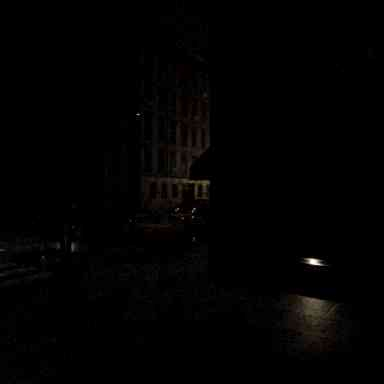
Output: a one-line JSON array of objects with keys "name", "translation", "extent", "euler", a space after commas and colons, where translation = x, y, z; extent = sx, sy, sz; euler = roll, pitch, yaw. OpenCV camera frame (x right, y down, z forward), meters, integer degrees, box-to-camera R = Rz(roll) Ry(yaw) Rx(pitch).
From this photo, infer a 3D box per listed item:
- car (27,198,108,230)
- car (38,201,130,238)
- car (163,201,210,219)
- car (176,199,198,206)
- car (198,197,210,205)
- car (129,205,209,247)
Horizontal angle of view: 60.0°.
[{"name": "car", "translation": [-7.001, 1.282, 19.718], "extent": [2.192, 1.841, 5.009], "euler": [0, 0, 36]}, {"name": "car", "translation": [-5.229, 1.457, 17.827], "extent": [1.882, 1.535, 5.008], "euler": [0, 0, 34]}, {"name": "car", "translation": [-0.402, 1.521, 28.961], "extent": [1.947, 1.339, 4.313], "euler": [0, 0, 36]}, {"name": "car", "translation": [0.605, 1.321, 25.996], "extent": [2.097, 1.767, 4.553], "euler": [0, 0, 35]}, {"name": "car", "translation": [2.826, 1.314, 19.667], "extent": [2.192, 1.841, 5.009], "euler": [0, 0, 36]}, {"name": "car", "translation": [-0.378, 1.530, 15.185], "extent": [1.752, 1.417, 4.829], "euler": [0, 0, 36]}]
